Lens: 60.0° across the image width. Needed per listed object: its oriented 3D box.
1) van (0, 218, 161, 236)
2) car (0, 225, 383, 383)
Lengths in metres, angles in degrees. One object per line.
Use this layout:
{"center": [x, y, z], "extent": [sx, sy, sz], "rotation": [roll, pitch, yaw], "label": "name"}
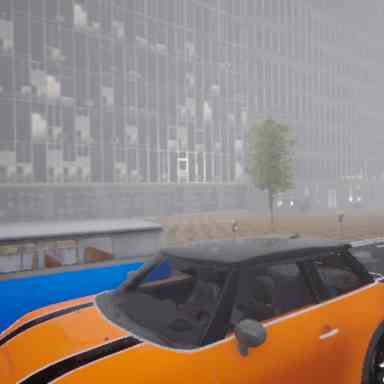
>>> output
{"center": [-2.227, 1.339, 4.989], "extent": [3.998, 1.788, 1.690], "rotation": [0, -1, -36], "label": "van"}
{"center": [0.223, 1.347, 3.503], "extent": [4.553, 1.767, 2.097], "rotation": [0, 0, -35], "label": "car"}
